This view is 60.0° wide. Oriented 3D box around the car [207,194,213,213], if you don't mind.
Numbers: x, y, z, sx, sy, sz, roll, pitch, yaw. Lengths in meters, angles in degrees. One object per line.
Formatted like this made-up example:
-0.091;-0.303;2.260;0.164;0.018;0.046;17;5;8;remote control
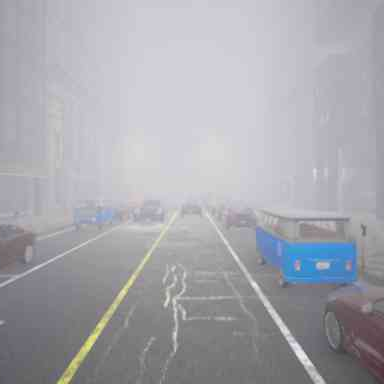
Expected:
2.704;1.303;31.236;1.967;1.590;4.097;0;0;0;car

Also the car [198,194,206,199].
2.605;1.147;87.423;1.752;1.417;4.829;0;0;0;car

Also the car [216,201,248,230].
2.725;1.456;20.032;1.887;1.381;4.507;0;0;0;car

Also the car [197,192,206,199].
2.595;0.914;92.854;2.192;1.841;5.009;0;0;0;car

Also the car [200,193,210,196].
2.665;1.310;53.643;1.887;1.381;4.507;0;0;0;car

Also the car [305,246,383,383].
2.755;1.568;3.227;1.802;1.307;4.206;0;0;0;car

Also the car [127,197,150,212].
-5.830;1.363;36.645;1.752;1.417;4.829;0;0;0;car

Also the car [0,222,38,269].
-5.781;1.505;8.803;1.887;1.381;4.507;0;0;0;car

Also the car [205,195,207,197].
2.694;1.363;37.007;1.752;1.417;4.829;0;0;0;car

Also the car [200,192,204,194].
2.644;1.032;64.845;2.192;1.841;5.009;0;0;0;car

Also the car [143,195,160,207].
-5.851;1.229;48.019;1.967;1.590;4.097;0;0;0;car

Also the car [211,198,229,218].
2.715;1.432;25.634;1.887;1.381;4.507;0;0;0;car

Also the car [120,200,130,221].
-5.811;1.431;25.611;1.887;1.381;4.507;0;0;0;car

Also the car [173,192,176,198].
-5.920;1.173;87.234;2.008;1.369;4.403;0;0;0;car

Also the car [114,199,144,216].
-5.820;1.406;31.212;1.887;1.381;4.507;0;0;0;car

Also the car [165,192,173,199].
-5.900;1.214;76.029;1.887;1.381;4.507;0;0;0;car

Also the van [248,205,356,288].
2.744;1.302;8.827;1.690;1.788;3.998;0;0;0;van

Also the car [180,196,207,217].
-0.041;1.404;29.215;2.128;1.511;4.902;0;0;0;car

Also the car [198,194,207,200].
2.615;1.197;81.652;2.008;1.369;4.403;0;0;0;car

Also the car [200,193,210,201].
2.635;1.134;70.447;1.967;1.590;4.097;0;0;0;car

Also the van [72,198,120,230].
-5.801;1.252;20.008;1.690;1.788;3.998;0;0;0;van

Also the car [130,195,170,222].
-3.044;1.307;25.101;2.097;1.767;4.553;0;0;0;car

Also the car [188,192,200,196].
-0.101;1.258;59.720;2.033;1.649;4.856;0;-1;0;car

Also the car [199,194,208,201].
2.625;1.236;76.050;1.947;1.339;4.313;0;0;0;car
